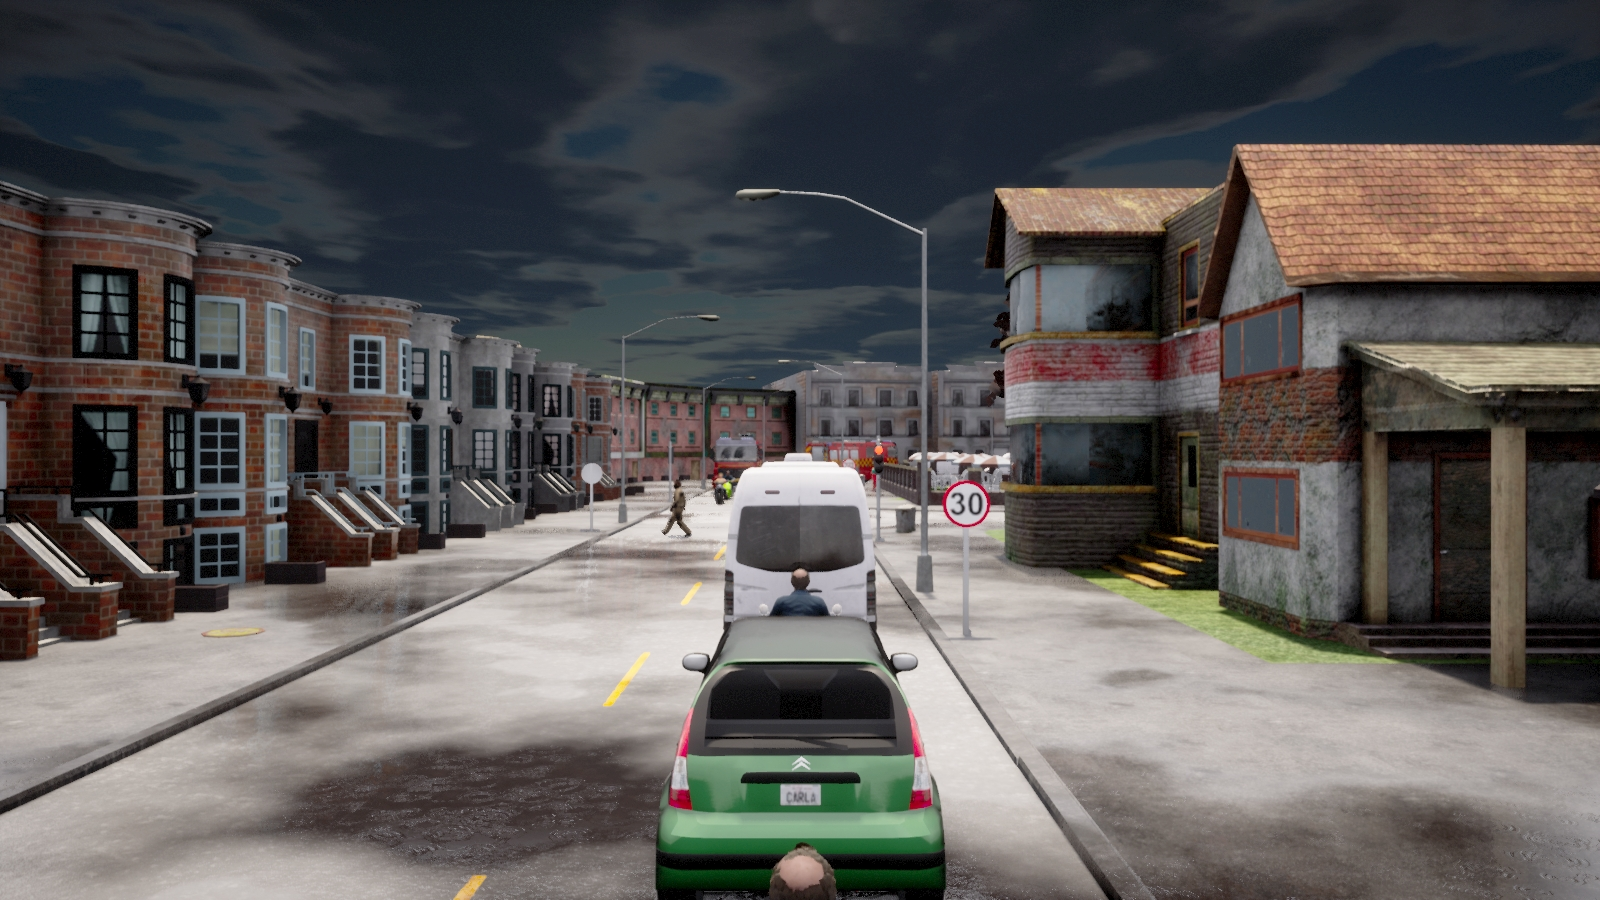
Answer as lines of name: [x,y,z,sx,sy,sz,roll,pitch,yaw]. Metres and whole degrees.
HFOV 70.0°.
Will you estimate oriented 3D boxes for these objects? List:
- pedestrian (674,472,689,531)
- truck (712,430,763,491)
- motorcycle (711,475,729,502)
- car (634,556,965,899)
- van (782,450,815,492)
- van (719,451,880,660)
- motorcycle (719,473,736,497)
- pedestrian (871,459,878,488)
pedestrian: [-3.739,1.615,36.005,0.375,1.860,0.375,0,0,11]
truck: [-4.030,0.643,75.866,2.891,3.827,8.468,0,0,0]
motorcycle: [-4.007,1.928,57.481,0.764,1.277,2.356,0,0,0]
car: [-0.003,1.776,8.385,1.851,1.617,3.988,0,0,0]
van: [-0.080,1.287,72.336,1.988,2.561,5.915,0,0,1]
van: [-0.006,1.308,17.043,1.988,2.561,5.915,0,0,0]
motorcycle: [-4.012,1.938,63.448,0.856,1.236,1.805,0,0,0]
pedestrian: [4.768,1.498,72.986,0.375,1.860,0.375,0,0,-2]
